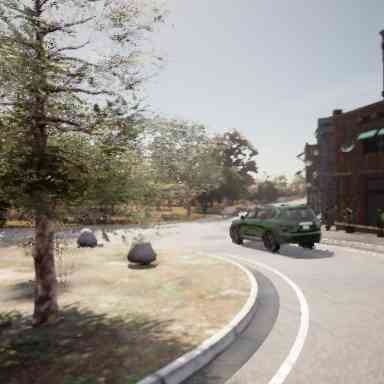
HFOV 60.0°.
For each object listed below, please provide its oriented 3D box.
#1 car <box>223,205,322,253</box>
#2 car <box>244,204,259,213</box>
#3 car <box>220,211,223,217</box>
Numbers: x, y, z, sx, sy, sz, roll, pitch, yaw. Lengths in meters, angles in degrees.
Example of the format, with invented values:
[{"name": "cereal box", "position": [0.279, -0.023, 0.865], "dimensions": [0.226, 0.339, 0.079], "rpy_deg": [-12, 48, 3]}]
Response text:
[{"name": "car", "position": [3.880, 1.687, 16.471], "dimensions": [2.150, 2.045, 5.566], "rpy_deg": [-2, -2, -20]}, {"name": "car", "position": [11.234, 3.097, 62.679], "dimensions": [1.812, 1.442, 4.674], "rpy_deg": [-1, -1, 22]}, {"name": "car", "position": [5.501, 2.895, 48.040], "dimensions": [1.812, 1.442, 4.674], "rpy_deg": [-1, -1, 21]}]
